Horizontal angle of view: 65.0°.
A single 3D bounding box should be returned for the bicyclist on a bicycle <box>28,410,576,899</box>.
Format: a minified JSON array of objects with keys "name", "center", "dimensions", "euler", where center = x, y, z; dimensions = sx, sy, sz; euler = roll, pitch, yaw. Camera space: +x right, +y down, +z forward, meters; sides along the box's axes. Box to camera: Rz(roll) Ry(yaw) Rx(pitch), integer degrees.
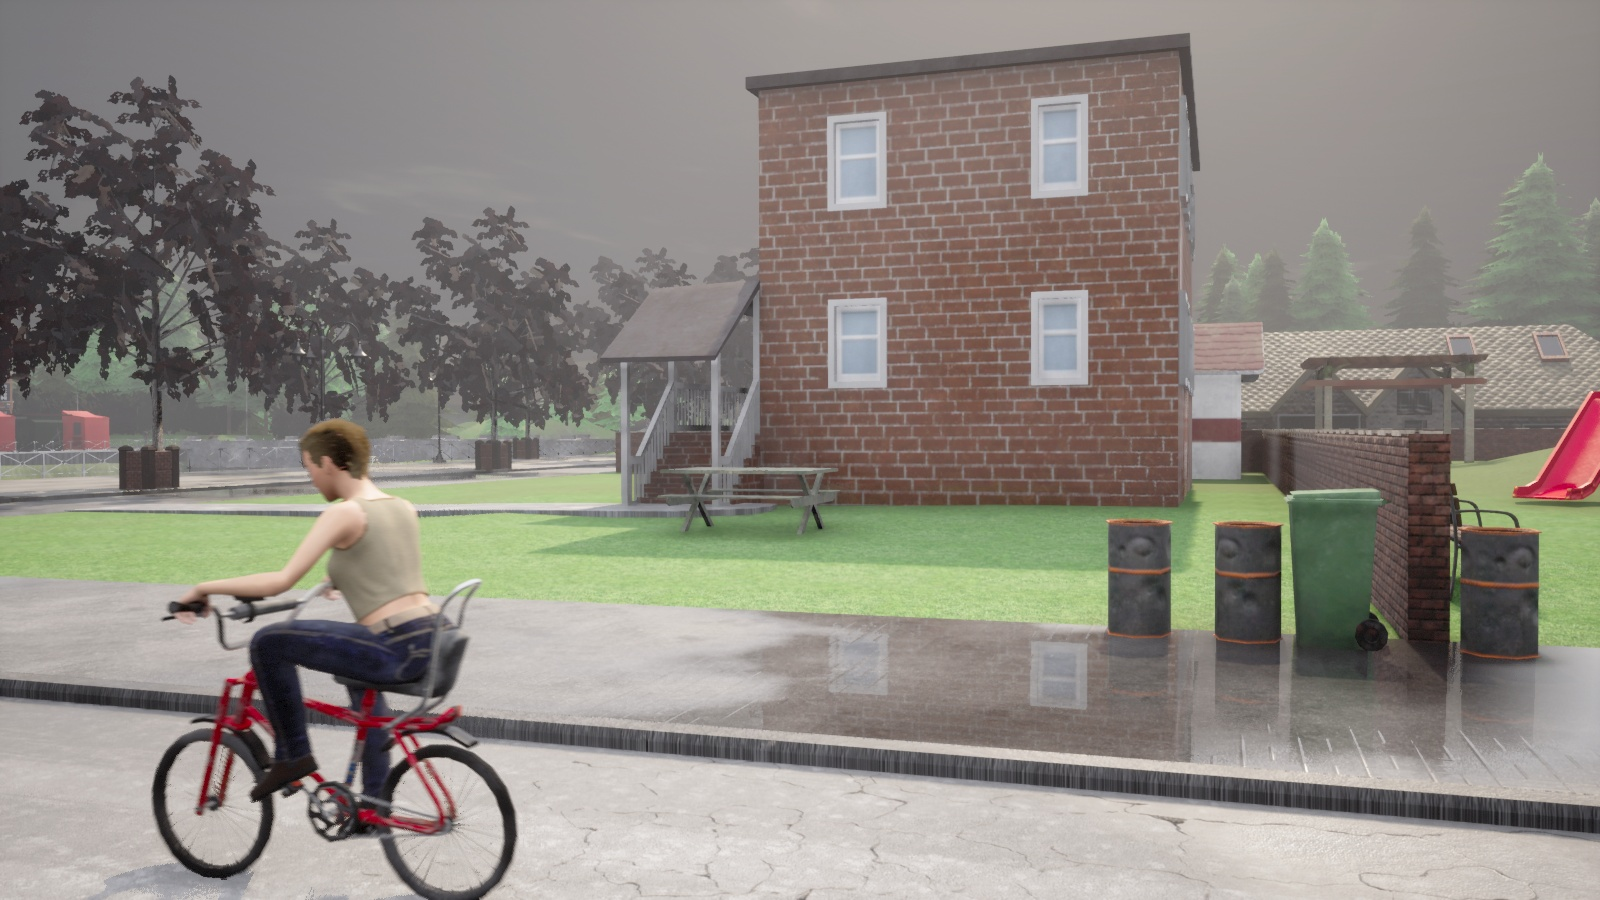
[{"name":"bicyclist on a bicycle","center":[-1.656,0.689,4.279],"dimensions":[1.509,1.612,0.866],"euler":[0,1,18]}]
